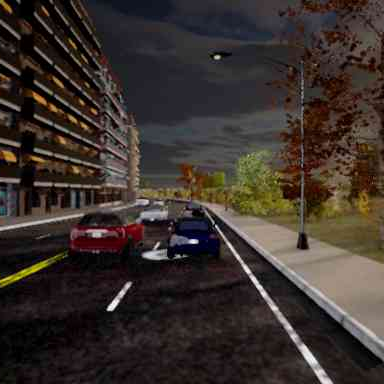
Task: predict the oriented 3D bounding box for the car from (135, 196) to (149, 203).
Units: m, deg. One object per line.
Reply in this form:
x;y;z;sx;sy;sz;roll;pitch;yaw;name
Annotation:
-9.680;1.876;64.731;2.150;2.045;5.566;0;0;-1;car

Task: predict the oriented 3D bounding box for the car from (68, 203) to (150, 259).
-3.176;1.483;13.317;2.097;1.767;4.553;0;-1;1;car

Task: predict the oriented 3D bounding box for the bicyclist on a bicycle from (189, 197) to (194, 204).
0.088;2.248;87.450;0.659;1.776;1.843;0;0;-3;bicyclist on a bicycle

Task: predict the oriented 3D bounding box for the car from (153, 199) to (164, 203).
-6.443;2.178;64.547;1.812;1.442;4.674;0;-1;-1;car

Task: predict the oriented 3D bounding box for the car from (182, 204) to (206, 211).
0.171;1.776;28.390;2.128;1.511;4.902;0;0;1;car

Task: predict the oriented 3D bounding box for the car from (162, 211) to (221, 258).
0.078;1.698;13.460;1.994;1.385;4.181;0;0;1;car

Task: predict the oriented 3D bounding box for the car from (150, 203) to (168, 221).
-3.084;1.881;28.146;1.895;1.301;4.718;0;-1;1;car
